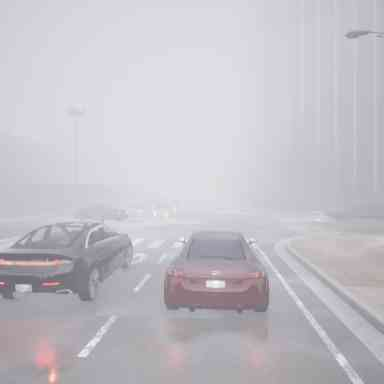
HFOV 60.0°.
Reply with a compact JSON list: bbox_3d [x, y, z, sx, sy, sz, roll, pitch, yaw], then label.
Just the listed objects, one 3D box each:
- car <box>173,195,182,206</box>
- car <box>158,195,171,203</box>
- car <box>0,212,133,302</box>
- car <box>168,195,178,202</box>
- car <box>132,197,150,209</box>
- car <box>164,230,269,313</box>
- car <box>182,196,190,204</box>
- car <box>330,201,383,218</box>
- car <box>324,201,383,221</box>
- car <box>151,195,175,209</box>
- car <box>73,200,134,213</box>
[{"bbox_3d":[-3.175,1.526,53.439,1.812,1.442,4.674,0,0,4],"label":"car"},{"bbox_3d":[-5.576,1.477,67.276,1.882,1.535,5.008,0,0,5],"label":"car"},{"bbox_3d":[-2.824,1.491,8.304,2.128,1.511,4.902,0,0,4],"label":"car"},{"bbox_3d":[-4.569,1.517,80.367,1.812,1.442,4.674,0,0,4],"label":"car"},{"bbox_3d":[-7.345,1.526,44.745,1.812,1.442,4.674,0,0,4],"label":"car"},{"bbox_3d":[0.576,1.564,7.759,1.994,1.385,4.181,0,0,5],"label":"car"},{"bbox_3d":[-2.259,1.493,65.004,2.128,1.511,4.902,0,0,5],"label":"car"},{"bbox_3d":[15.512,1.560,30.548,4.892,1.490,1.837,0,0,4],"label":"car"},{"bbox_3d":[13.732,1.603,27.173,5.357,1.411,2.033,0,0,4],"label":"car"},{"bbox_3d":[-3.855,1.526,44.485,1.812,1.442,4.674,0,0,4],"label":"car"},{"bbox_3d":[-7.106,1.556,25.548,5.357,1.411,2.033,0,0,43],"label":"car"}]
